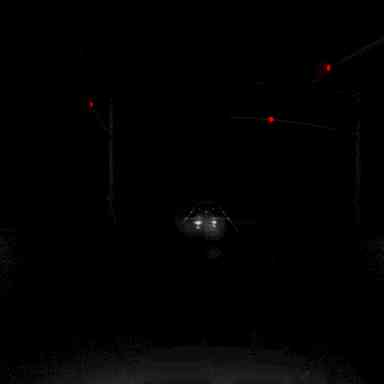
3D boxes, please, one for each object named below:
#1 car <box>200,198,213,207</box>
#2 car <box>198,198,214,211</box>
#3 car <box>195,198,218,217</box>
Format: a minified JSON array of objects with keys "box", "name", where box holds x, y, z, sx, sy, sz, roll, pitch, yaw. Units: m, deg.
[{"box":[2.265,1.566,50.784,1.895,1.301,4.718,0,0,3],"name":"car"},{"box":[1.776,1.470,40.647,1.837,1.490,4.892,0,0,3],"name":"car"},{"box":[1.349,1.491,31.492,1.812,1.442,4.674,0,0,3],"name":"car"}]
